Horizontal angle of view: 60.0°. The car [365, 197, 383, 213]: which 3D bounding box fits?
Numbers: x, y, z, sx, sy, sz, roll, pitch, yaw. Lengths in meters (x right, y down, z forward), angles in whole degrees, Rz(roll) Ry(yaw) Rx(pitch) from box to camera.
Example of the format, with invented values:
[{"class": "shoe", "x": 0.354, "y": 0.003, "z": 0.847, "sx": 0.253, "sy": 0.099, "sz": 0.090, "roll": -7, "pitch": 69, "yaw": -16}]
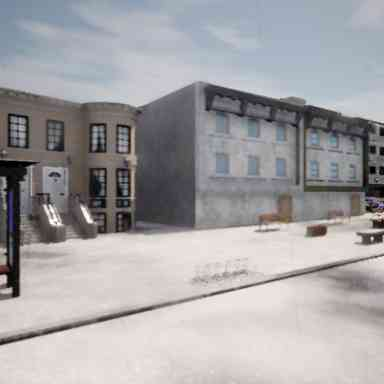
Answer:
[{"class": "car", "x": 17.744, "y": 1.249, "z": 35.672, "sx": 1.905, "sy": 1.878, "sz": 3.866, "roll": 0, "pitch": 0, "yaw": -26}]
